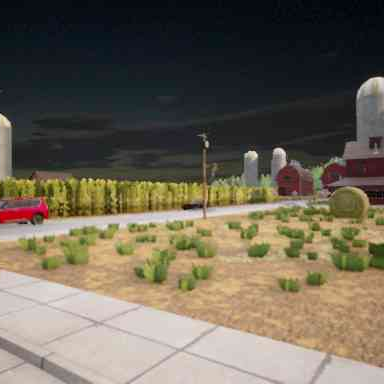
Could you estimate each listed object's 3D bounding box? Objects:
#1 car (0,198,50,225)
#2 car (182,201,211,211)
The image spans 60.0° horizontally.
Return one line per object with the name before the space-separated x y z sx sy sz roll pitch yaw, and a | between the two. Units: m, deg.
car | -13.024 1.488 23.720 2.150 2.045 5.566 -1 1 33
car | 0.590 1.854 45.026 1.895 1.301 4.718 -1 0 33
